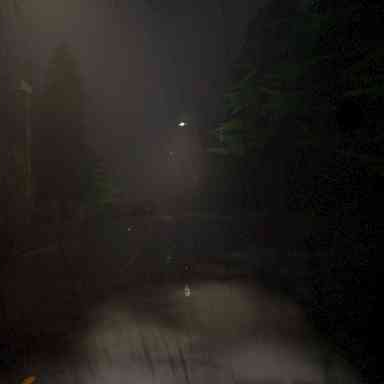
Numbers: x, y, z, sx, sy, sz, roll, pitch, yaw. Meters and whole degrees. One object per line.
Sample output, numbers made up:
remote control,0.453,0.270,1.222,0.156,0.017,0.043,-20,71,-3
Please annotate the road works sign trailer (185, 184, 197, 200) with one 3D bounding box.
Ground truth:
road works sign trailer,-0.029,0.050,75.516,2.380,3.560,2.880,0,0,0

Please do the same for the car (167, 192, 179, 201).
car,-4.033,1.019,71.451,2.150,2.045,5.566,0,0,0

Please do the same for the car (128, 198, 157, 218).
car,-4.111,1.322,28.011,1.882,1.535,5.008,0,0,0
